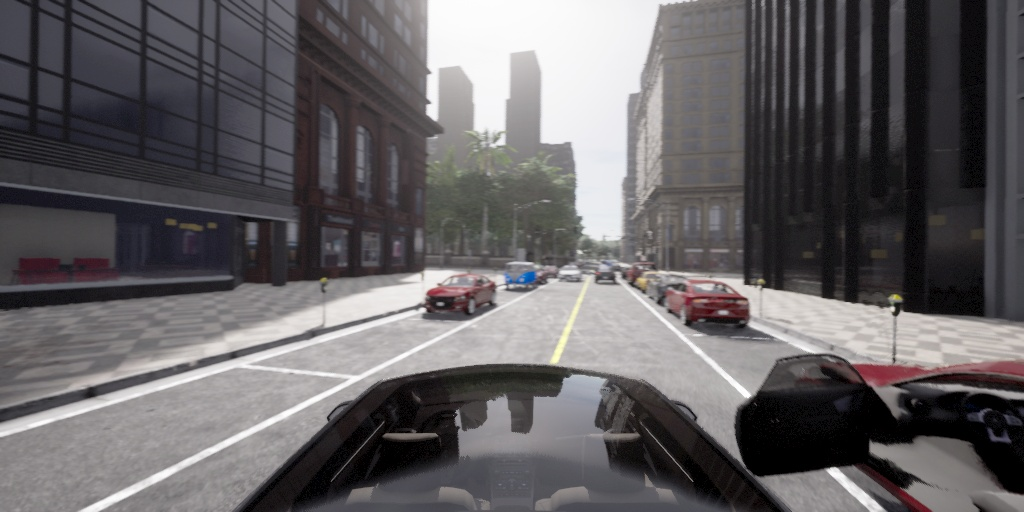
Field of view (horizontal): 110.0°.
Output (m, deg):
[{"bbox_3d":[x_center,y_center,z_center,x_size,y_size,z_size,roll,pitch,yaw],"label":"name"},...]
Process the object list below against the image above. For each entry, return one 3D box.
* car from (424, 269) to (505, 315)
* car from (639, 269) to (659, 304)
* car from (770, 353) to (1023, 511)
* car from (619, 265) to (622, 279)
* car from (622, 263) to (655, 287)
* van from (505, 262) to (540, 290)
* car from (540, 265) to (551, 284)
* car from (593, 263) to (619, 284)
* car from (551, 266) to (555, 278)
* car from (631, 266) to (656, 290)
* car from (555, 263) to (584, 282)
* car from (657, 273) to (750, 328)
[{"bbox_3d":[-1.882,1.383,14.154,1.888,1.381,4.507,0,0,13],"label":"car"},{"bbox_3d":[7.653,1.542,17.477,2.007,1.370,4.403,0,0,13],"label":"car"},{"bbox_3d":[3.612,1.325,2.000,1.812,1.442,4.674,1,-1,13],"label":"car"},{"bbox_3d":[12.605,1.810,38.604,1.948,1.339,4.313,0,0,13],"label":"car"},{"bbox_3d":[10.129,1.434,28.041,2.192,1.841,5.009,0,0,13],"label":"car"},{"bbox_3d":[0.595,1.307,24.720,1.690,1.789,3.998,0,0,13],"label":"van"},{"bbox_3d":[1.833,1.469,30.002,1.967,1.591,4.097,0,0,13],"label":"car"},{"bbox_3d":[8.367,1.660,32.267,1.812,1.442,4.674,1,0,14],"label":"car"},{"bbox_3d":[4.309,1.737,40.568,1.802,1.307,4.207,0,0,13],"label":"car"},{"bbox_3d":[8.930,1.581,22.924,1.751,1.417,4.829,0,0,13],"label":"car"},{"bbox_3d":[5.468,1.634,33.658,1.812,1.442,4.674,1,-1,14],"label":"car"},{"bbox_3d":[6.414,1.472,12.196,1.888,1.381,4.507,0,0,13],"label":"car"}]
